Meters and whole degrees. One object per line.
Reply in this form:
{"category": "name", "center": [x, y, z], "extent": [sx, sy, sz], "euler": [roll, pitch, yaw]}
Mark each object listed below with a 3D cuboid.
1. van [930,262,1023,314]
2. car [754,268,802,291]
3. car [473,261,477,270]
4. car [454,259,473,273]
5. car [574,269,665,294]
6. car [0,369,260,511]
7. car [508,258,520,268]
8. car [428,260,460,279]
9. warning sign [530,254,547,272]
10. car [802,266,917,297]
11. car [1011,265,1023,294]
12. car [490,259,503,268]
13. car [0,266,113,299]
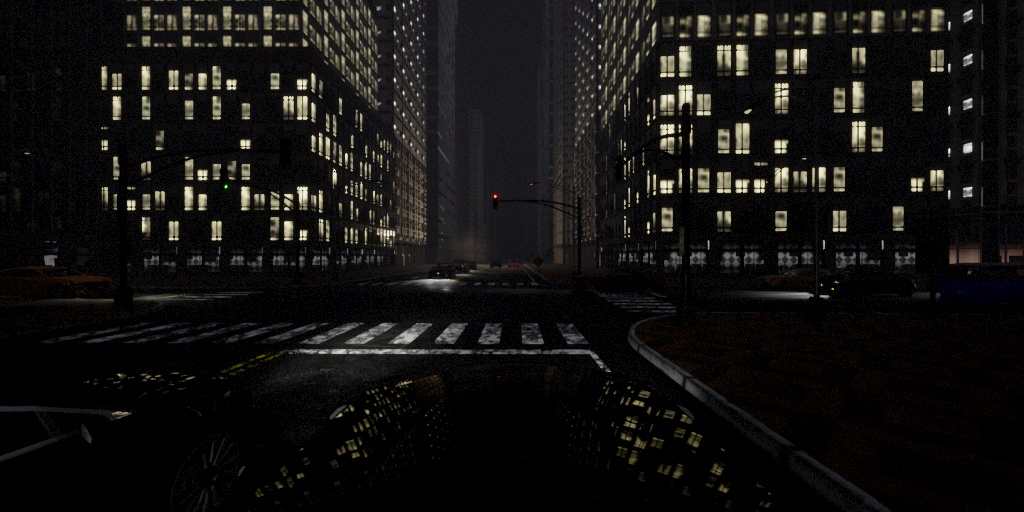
{"category": "van", "center": [18.412, 1.120, 13.141], "extent": [3.998, 1.789, 1.690], "euler": [0, 0, 2]}
{"category": "car", "center": [17.181, 1.295, 21.319], "extent": [4.829, 1.417, 1.751], "euler": [0, 0, 2]}
{"category": "car", "center": [-6.342, 1.378, 53.881], "extent": [2.033, 1.411, 5.357], "euler": [0, 0, 0]}
{"category": "car", "center": [-6.397, 1.154, 43.385], "extent": [2.097, 1.767, 4.553], "euler": [0, 0, 0]}
{"category": "car", "center": [5.791, 1.364, 19.830], "extent": [4.718, 1.301, 1.895], "euler": [0, 0, 13]}
{"category": "car", "center": [-3.155, 1.241, 1.188], "extent": [2.128, 1.511, 4.902], "euler": [0, 0, 0]}
{"category": "car", "center": [0.306, 1.468, 64.434], "extent": [1.895, 1.301, 4.718], "euler": [0, 0, 0]}
{"category": "car", "center": [-6.446, 1.345, 33.388], "extent": [1.994, 1.385, 4.181], "euler": [0, 0, 0]}
{"category": "warning sign", "center": [3.042, 0.913, 41.376], "extent": [1.300, 1.860, 1.060], "euler": [0, 0, 0]}
{"category": "car", "center": [18.148, 1.336, 18.681], "extent": [4.181, 1.385, 1.994], "euler": [0, 0, 2]}
{"category": "car", "center": [29.365, 1.273, 18.217], "extent": [4.902, 1.511, 2.128], "euler": [0, 0, 2]}
{"category": "car", "center": [-2.847, 1.369, 63.817], "extent": [1.837, 1.490, 4.892], "euler": [0, 0, 0]}
{"category": "car", "center": [-22.310, 1.237, 17.221], "extent": [5.008, 1.535, 1.882], "euler": [0, 0, 0]}
